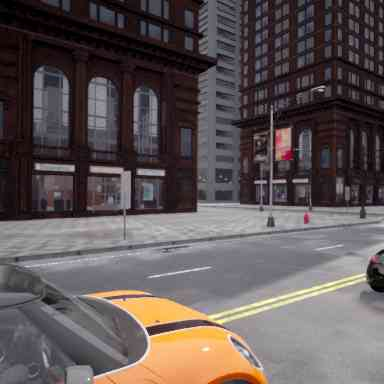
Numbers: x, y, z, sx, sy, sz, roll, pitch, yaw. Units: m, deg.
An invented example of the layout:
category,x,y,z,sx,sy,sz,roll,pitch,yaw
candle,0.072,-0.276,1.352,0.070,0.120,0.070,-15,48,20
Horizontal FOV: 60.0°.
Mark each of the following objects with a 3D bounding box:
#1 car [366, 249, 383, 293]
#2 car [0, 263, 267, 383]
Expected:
category,x,y,z,sx,sy,sz,roll,pitch,yaw
car,5.891,1.576,7.665,4.181,1.385,1.994,0,0,-35
car,-1.536,1.352,2.343,4.553,1.767,2.097,0,0,-36
